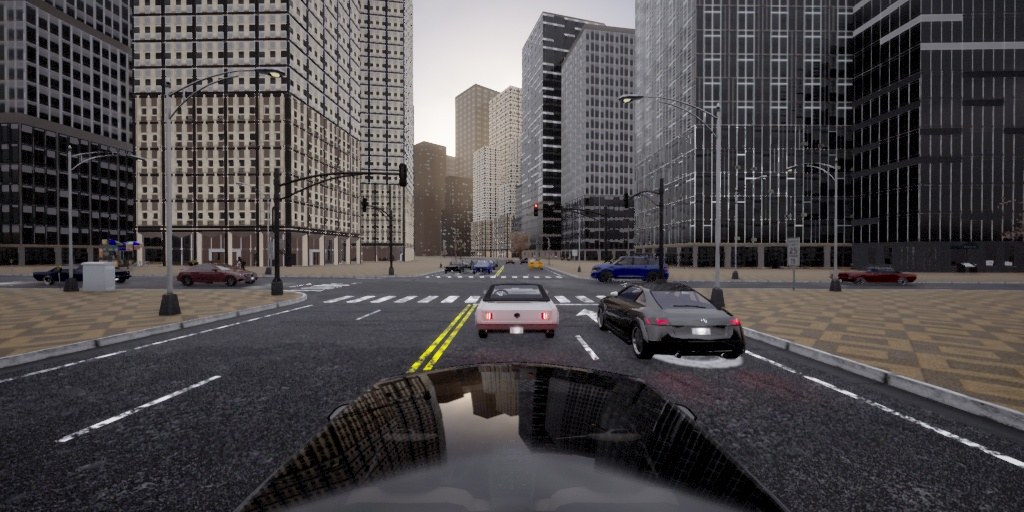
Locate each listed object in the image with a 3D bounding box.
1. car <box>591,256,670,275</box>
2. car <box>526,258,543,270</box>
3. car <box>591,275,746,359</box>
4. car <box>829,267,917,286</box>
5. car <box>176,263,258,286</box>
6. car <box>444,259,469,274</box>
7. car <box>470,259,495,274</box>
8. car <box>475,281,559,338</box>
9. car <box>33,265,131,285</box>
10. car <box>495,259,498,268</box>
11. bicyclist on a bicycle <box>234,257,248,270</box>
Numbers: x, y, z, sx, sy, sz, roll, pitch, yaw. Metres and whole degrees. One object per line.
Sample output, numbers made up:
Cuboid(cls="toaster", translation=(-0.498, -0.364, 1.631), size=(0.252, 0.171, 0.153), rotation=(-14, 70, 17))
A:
Cuboid(cls="car", translation=(8.794, 0.991, 26.880), size=(5.566, 2.045, 2.150), rotation=(0, 1, 10))
Cuboid(cls="car", translation=(3.405, 1.176, 52.399), size=(1.882, 1.535, 5.008), rotation=(0, 0, 0))
Cuboid(cls="car", translation=(3.363, 1.312, 8.403), size=(1.994, 1.385, 4.181), rotation=(0, 0, 0))
Cuboid(cls="car", translation=(26.061, 1.452, 26.049), size=(4.718, 1.301, 1.895), rotation=(0, 0, 1))
Cuboid(cls="car", translation=(-19.457, 1.194, 23.724), size=(4.674, 1.442, 1.812), rotation=(0, 0, 1))
Cuboid(cls="car", translation=(-6.550, 1.320, 41.403), size=(1.895, 1.301, 4.718), rotation=(0, 0, 0))
Cuboid(cls="car", translation=(-3.298, 1.197, 40.730), size=(1.882, 1.535, 5.008), rotation=(0, 0, 0))
Cuboid(cls="car", translation=(0.110, 1.348, 10.120), size=(1.895, 1.301, 4.718), rotation=(0, 0, 0))
Cuboid(cls="car", translation=(-28.566, 1.226, 23.965), size=(4.718, 1.301, 1.895), rotation=(0, 0, 1))
Cuboid(cls="car", translation=(-3.285, 1.229, 50.074), size=(1.812, 1.442, 4.674), rotation=(0, 0, 0))
Cuboid(cls="bicyclist on a bicycle", translation=(-24.667, 0.871, 32.595), size=(0.582, 1.620, 1.656), rotation=(0, 1, 1))
